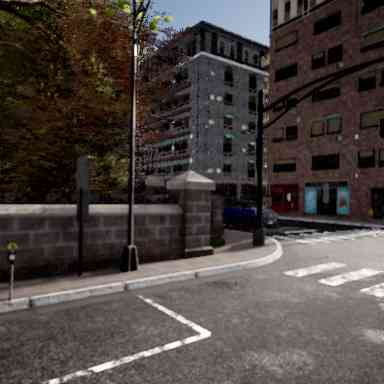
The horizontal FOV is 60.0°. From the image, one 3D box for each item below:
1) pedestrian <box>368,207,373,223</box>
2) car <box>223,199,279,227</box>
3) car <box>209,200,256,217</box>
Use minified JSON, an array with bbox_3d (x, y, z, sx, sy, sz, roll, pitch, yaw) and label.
[{"bbox_3d":[13.068,1.704,24.297,0.500,1.100,0.500,2,-1,-35],"label":"pedestrian"},{"bbox_3d":[3.653,1.318,22.542,2.097,1.767,4.553,2,-1,-35],"label":"car"},{"bbox_3d":[3.850,1.579,32.394,1.752,1.417,4.829,2,-1,-35],"label":"car"}]
